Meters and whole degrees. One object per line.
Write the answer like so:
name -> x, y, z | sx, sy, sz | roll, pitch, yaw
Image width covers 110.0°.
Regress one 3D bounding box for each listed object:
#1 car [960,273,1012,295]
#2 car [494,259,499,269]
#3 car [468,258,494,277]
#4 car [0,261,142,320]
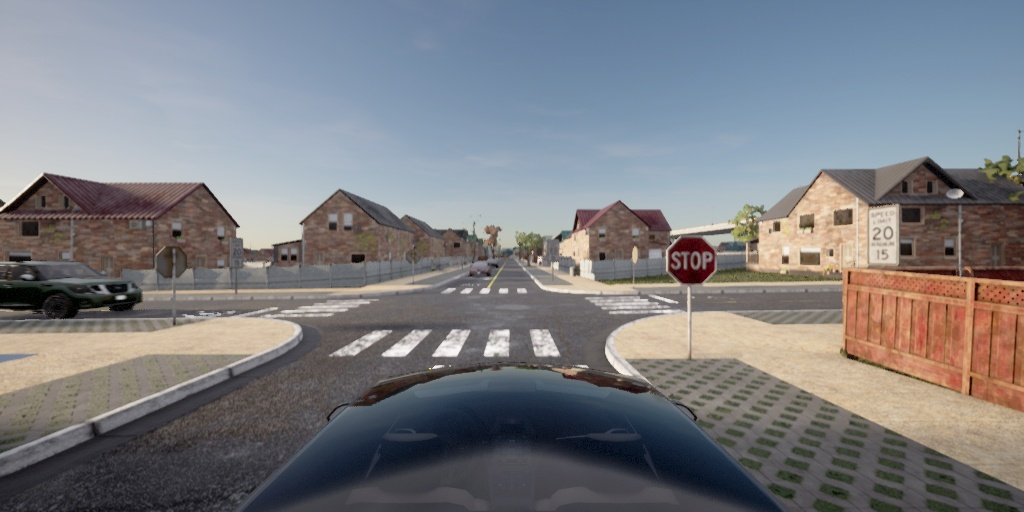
car -> 18.648, 1.013, 12.597 | 4.718, 1.301, 1.895 | -1, 0, 1
car -> -3.029, 1.126, 54.908 | 1.882, 1.535, 5.008 | 0, 0, 0
car -> -2.981, 1.215, 34.348 | 1.812, 1.442, 4.674 | 0, 0, 0
car -> -17.098, 1.200, 13.180 | 5.566, 2.045, 2.150 | -1, 0, 1
